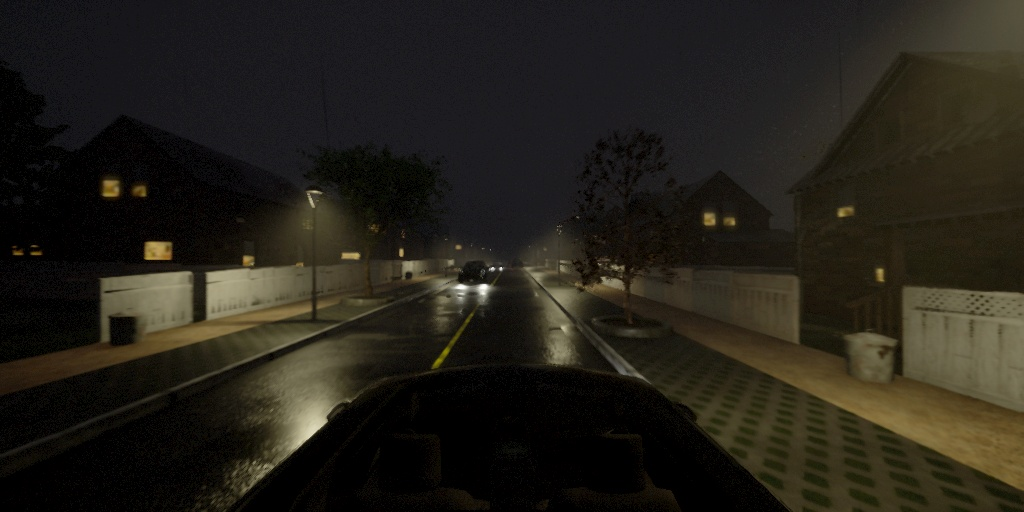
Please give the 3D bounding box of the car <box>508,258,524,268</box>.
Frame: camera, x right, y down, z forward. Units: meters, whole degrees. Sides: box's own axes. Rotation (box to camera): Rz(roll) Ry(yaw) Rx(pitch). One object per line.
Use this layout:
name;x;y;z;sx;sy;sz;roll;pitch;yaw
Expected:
car;0.908;1.185;62.579;2.097;1.767;4.553;-2;0;0

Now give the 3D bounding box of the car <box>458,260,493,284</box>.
car;-2.854;1.133;27.552;2.097;1.767;4.553;0;0;0
